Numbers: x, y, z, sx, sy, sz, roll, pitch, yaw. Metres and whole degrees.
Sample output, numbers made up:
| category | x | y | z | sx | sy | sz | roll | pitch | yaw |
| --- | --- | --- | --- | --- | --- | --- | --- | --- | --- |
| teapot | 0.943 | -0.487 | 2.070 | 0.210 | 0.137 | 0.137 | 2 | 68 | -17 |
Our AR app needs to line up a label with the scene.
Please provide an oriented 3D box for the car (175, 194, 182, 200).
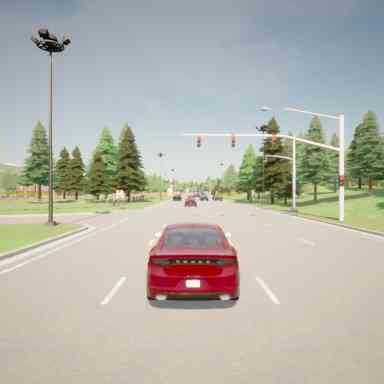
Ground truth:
| category | x | y | z | sx | sy | sz | roll | pitch | yaw |
| --- | --- | --- | --- | --- | --- | --- | --- | --- | --- |
| car | -3.864 | 1.348 | 94.031 | 1.882 | 1.535 | 5.008 | 0 | 0 | 0 |

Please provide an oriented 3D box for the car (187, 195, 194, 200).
| category | x | y | z | sx | sy | sz | roll | pitch | yaw |
| --- | --- | --- | --- | --- | --- | --- | --- | --- | --- |
| car | -0.364 | 1.465 | 94.074 | 1.895 | 1.301 | 4.718 | 0 | 0 | 0 |

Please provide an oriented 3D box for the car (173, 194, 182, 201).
| category | x | y | z | sx | sy | sz | roll | pitch | yaw |
| --- | --- | --- | --- | --- | --- | --- | --- | --- | --- |
| car | -3.824 | 1.503 | 83.611 | 1.882 | 1.535 | 5.008 | 0 | 0 | 0 |

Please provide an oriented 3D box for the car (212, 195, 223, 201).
| category | x | y | z | sx | sy | sz | roll | pitch | yaw |
| --- | --- | --- | --- | --- | --- | --- | --- | --- | --- |
| car | 6.676 | 1.550 | 83.652 | 2.128 | 1.511 | 4.902 | 0 | 0 | 0 |

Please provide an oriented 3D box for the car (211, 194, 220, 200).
| category | x | y | z | sx | sy | sz | roll | pitch | yaw |
| --- | --- | --- | --- | --- | --- | --- | --- | --- | --- |
| car | 6.636 | 1.410 | 94.072 | 2.033 | 1.411 | 5.357 | 0 | 0 | 0 |

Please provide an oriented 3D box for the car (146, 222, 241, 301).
| category | x | y | z | sx | sy | sz | roll | pitch | yaw |
| --- | --- | --- | --- | --- | --- | --- | --- | --- | --- |
| car | 0.031 | 1.481 | 8.409 | 1.882 | 1.535 | 5.008 | 0 | 0 | 0 |

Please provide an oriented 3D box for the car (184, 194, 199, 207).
| category | x | y | z | sx | sy | sz | roll | pitch | yaw |
| --- | --- | --- | --- | --- | --- | --- | --- | --- | --- |
| car | -0.204 | 1.547 | 53.012 | 1.812 | 1.442 | 4.674 | 0 | 0 | 0 |

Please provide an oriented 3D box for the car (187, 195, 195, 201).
| category | x | y | z | sx | sy | sz | roll | pitch | yaw |
| --- | --- | --- | --- | --- | --- | --- | --- | --- | --- |
| car | -0.324 | 1.503 | 83.624 | 1.882 | 1.535 | 5.008 | 0 | 0 | 0 |

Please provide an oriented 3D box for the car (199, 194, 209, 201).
| category | x | y | z | sx | sy | sz | roll | pitch | yaw |
| --- | --- | --- | --- | --- | --- | --- | --- | --- | --- |
| car | 3.175 | 1.550 | 84.055 | 1.812 | 1.442 | 4.674 | 0 | 0 | 0 |
